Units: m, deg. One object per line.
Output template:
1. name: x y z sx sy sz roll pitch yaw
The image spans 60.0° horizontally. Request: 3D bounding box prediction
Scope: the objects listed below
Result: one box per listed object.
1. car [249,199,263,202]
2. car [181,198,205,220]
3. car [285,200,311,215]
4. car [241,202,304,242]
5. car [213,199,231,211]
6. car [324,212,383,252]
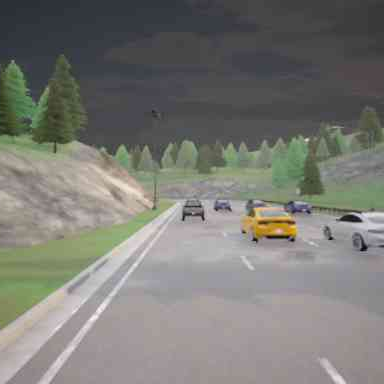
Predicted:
1. car: 7.108 1.536 37.016 1.812 1.442 4.674 0 0 0
2. car: 0.109 1.500 28.355 2.128 1.511 4.902 0 0 0
3. car: 10.608 1.535 33.716 1.812 1.442 4.674 0 0 0
4. car: 3.603 1.482 16.321 1.882 1.535 5.008 0 0 0
5. car: 3.610 1.537 40.148 1.812 1.442 4.674 0 0 0
6. car: 7.100 1.529 13.720 1.812 1.442 4.674 0 0 0
